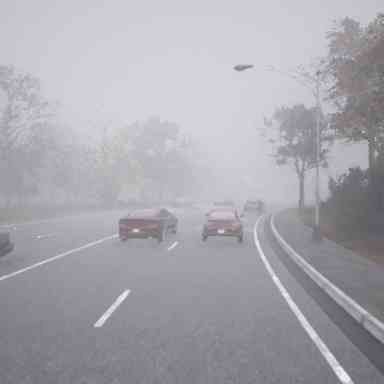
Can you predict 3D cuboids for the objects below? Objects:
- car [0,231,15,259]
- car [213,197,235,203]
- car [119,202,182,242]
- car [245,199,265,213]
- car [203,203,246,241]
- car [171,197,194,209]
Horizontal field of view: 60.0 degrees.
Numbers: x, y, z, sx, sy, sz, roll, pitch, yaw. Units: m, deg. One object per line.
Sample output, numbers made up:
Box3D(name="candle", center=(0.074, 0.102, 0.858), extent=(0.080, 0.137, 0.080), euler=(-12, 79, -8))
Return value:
Box3D(name="car", center=(-6.668, 1.516, 8.149), extent=(2.033, 1.411, 5.357), euler=(0, 0, 4))
Box3D(name="car", center=(4.901, 1.523, 50.639), extent=(2.033, 1.411, 5.357), euler=(0, 0, 26))
Box3D(name="car", center=(-1.974, 1.458, 16.287), extent=(1.882, 1.535, 5.008), euler=(0, 0, 8))
Box3D(name="car", center=(7.080, 1.499, 37.340), extent=(2.128, 1.511, 4.902), euler=(0, 0, 20))
Box3D(name="car", center=(1.626, 1.522, 16.581), extent=(1.812, 1.442, 4.674), euler=(0, 0, 9))
Box3D(name="car", center=(-1.314, 1.424, 45.229), extent=(1.882, 1.535, 5.008), euler=(0, 0, 23))
